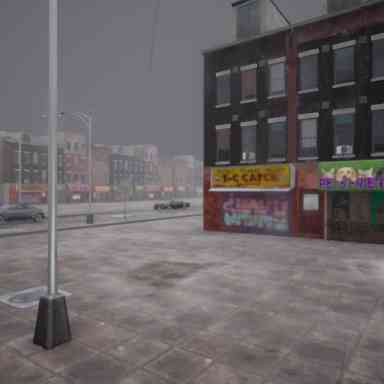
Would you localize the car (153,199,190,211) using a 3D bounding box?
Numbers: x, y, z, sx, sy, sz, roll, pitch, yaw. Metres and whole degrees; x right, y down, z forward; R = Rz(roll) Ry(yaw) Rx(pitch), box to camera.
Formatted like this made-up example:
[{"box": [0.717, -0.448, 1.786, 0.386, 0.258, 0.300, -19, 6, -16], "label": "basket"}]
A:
[{"box": [-2.309, 1.487, 37.987, 1.895, 1.301, 4.718, 0, 0, 35], "label": "car"}]

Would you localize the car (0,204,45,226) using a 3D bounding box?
[{"box": [-12.622, 1.515, 23.386, 1.994, 1.385, 4.181, 0, 0, 36], "label": "car"}]
